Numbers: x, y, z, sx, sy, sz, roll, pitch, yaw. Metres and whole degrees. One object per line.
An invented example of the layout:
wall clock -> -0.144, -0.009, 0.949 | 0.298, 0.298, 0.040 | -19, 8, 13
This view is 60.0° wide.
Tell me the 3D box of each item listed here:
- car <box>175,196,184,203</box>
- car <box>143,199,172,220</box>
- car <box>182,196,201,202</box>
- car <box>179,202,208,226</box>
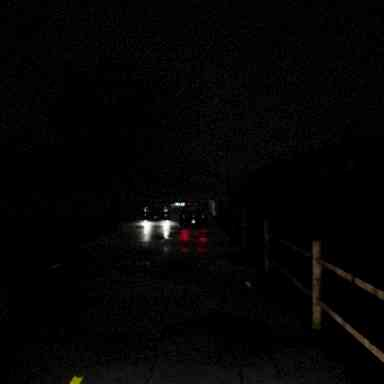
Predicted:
car -> -2.282, 1.570, 68.948 | 2.128, 1.511, 4.902 | 0, 0, 6
car -> -2.858, 1.379, 28.149 | 2.097, 1.767, 4.553 | 0, 0, 0
car -> 0.076, 1.554, 41.384 | 1.837, 1.490, 4.892 | 0, 0, 0
car -> 0.084, 1.620, 23.743 | 1.895, 1.301, 4.718 | 0, 0, 0
